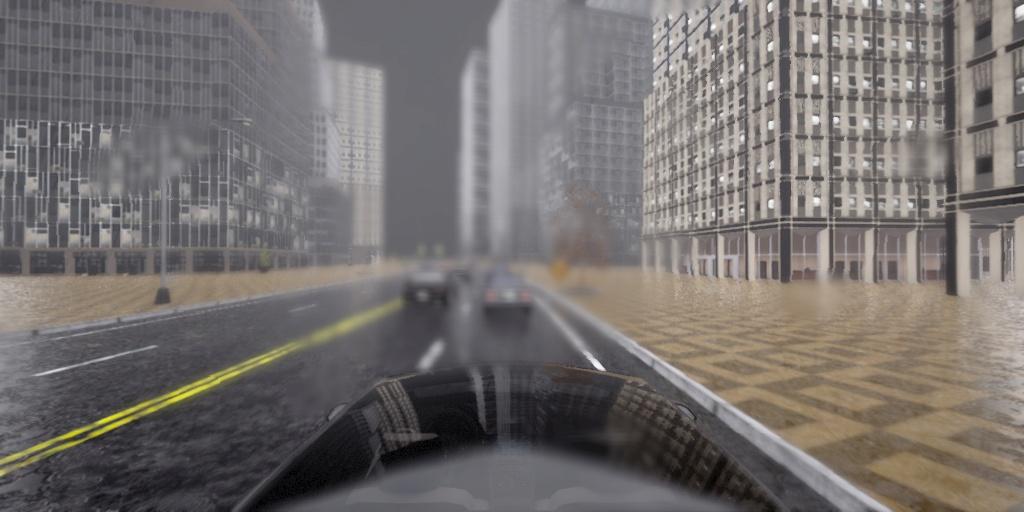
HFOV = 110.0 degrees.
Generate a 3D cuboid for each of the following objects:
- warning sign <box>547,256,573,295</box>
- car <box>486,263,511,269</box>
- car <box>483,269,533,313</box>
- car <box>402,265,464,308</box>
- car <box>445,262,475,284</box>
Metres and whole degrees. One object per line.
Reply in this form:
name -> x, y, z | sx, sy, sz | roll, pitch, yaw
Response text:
warning sign -> 2.485, 1.041, 18.559 | 1.300, 1.860, 1.060 | 0, 0, -3
car -> -1.108, 1.402, 30.692 | 2.097, 1.767, 4.553 | 0, -1, -4
car -> -0.201, 1.433, 14.638 | 2.033, 1.411, 5.357 | 0, -1, -2
car -> -3.512, 1.379, 16.243 | 1.882, 1.535, 5.008 | 0, 0, -2
car -> -4.356, 1.556, 30.537 | 1.837, 1.490, 4.892 | 0, 0, -4
